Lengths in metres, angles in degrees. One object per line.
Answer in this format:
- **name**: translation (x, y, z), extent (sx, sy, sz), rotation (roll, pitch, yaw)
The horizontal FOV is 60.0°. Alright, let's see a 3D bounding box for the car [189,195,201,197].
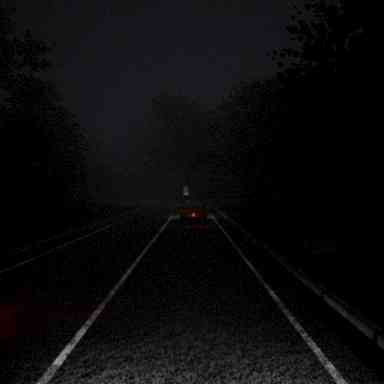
- **car**: translation (0.404, 1.177, 41.272), extent (2.097, 1.767, 4.553), rotation (0, 0, 5)

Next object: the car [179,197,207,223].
- **car**: translation (0.100, 1.374, 24.543), extent (1.882, 1.535, 5.008), rotation (0, 0, 0)
